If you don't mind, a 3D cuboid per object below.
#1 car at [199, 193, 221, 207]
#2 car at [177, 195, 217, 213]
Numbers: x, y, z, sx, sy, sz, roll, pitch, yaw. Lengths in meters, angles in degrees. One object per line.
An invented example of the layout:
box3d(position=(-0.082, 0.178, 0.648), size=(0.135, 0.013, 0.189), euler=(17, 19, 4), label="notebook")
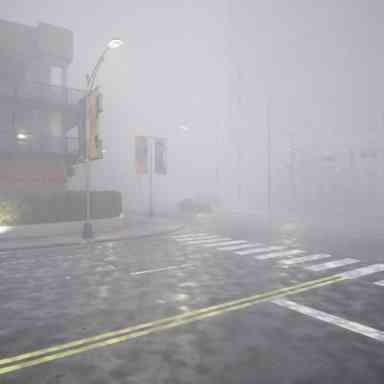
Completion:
box3d(position=(1.984, 1.221, 48.812), size=(2.150, 2.045, 5.566), euler=(0, 0, -33), label="car")
box3d(position=(0.219, 1.478, 37.104), size=(1.882, 1.535, 5.008), euler=(0, 0, -35), label="car")
